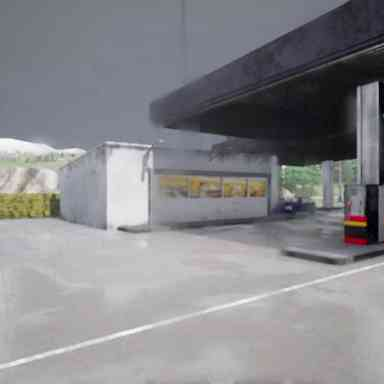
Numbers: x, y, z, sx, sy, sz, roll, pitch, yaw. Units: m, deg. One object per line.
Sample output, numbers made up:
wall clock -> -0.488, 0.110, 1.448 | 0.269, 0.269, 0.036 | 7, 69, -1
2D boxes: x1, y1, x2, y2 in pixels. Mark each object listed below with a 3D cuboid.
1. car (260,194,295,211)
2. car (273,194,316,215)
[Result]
car -> 10.117, 1.149, 39.209 | 3.866, 1.878, 1.905 | 0, 0, -36
car -> 9.912, 1.339, 32.080 | 4.611, 1.667, 2.242 | 0, 0, -36
